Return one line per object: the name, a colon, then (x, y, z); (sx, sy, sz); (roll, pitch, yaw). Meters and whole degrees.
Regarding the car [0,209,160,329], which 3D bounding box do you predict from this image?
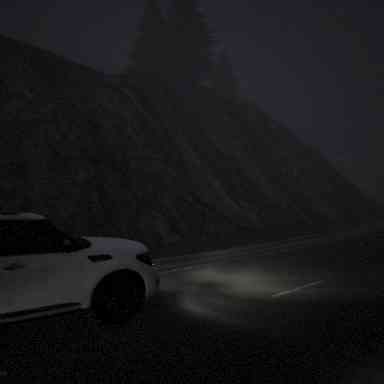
car: (-3.273, 1.307, 5.632); (5.566, 2.045, 2.150); (0, 0, -36)
